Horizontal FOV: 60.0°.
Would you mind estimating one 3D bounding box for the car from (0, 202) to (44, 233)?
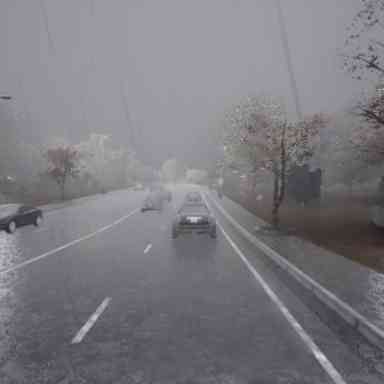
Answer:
[{"bbox_3d":[-10.589,1.422,19.578,1.882,1.535,5.008,0,1,0],"label":"car"}]

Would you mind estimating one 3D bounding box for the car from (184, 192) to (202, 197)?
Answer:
[{"bbox_3d":[0.107,0.735,36.781,2.033,1.411,5.357,0,3,0],"label":"car"}]

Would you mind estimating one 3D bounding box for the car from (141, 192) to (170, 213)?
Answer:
[{"bbox_3d":[-3.495,1.062,30.505,2.033,1.411,5.357,0,3,0],"label":"car"}]

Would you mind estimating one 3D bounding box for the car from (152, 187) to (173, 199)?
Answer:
[{"bbox_3d":[-3.480,0.447,42.337,2.033,1.411,5.357,0,3,0],"label":"car"}]

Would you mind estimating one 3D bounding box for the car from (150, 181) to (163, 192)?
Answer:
[{"bbox_3d":[-6.991,-1.141,66.341,2.150,2.045,5.566,0,3,0],"label":"car"}]

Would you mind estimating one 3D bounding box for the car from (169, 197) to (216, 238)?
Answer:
[{"bbox_3d":[0.103,1.328,17.597,2.097,1.767,4.553,0,1,0],"label":"car"}]

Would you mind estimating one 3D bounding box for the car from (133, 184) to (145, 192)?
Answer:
[{"bbox_3d":[-10.492,-0.843,66.393,1.812,1.442,4.674,0,3,0],"label":"car"}]
